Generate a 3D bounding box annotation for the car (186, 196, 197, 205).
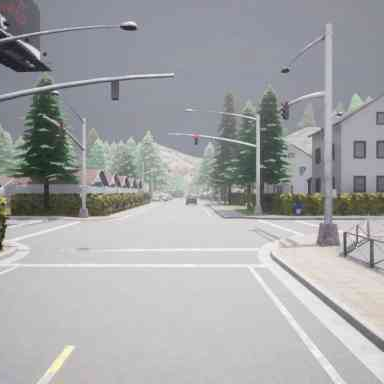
[{"bbox_3d":[-0.091,1.505,59.254,1.837,1.490,4.892,0,0,0],"label":"car"}]
